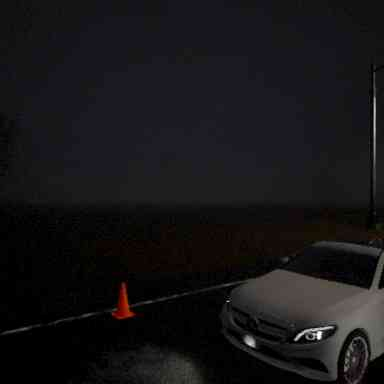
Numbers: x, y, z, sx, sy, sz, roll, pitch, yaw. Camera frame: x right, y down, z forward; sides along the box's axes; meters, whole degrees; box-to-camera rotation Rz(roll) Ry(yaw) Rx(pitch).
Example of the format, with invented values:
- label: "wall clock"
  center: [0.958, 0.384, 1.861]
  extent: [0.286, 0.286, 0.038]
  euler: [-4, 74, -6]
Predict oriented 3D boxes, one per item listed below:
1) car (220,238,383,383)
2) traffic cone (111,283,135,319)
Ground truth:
- label: "car"
  center: [2.582, 1.535, 5.401]
  extent: [4.674, 1.442, 1.812]
  euler: [0, 0, -36]
- label: "traffic cone"
  center: [-1.263, 1.962, 6.108]
  extent: [0.340, 0.580, 0.340]
  euler: [0, 0, -36]
